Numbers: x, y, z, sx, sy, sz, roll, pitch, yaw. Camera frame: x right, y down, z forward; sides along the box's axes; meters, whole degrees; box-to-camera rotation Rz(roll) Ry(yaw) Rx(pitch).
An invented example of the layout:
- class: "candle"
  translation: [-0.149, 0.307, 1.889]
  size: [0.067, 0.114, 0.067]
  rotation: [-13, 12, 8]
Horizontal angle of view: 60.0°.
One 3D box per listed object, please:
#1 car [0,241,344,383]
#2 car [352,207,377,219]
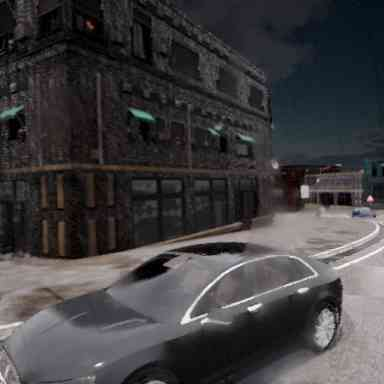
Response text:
- class: "car"
  translation: [0.211, 1.516, 4.479]
  size: [4.892, 1.490, 1.837]
  rotation: [0, 0, -39]
- class: "car"
  translation: [21.922, 2.641, 42.498]
  size: [1.812, 1.442, 4.674]
  rotation: [-1, -3, 7]
